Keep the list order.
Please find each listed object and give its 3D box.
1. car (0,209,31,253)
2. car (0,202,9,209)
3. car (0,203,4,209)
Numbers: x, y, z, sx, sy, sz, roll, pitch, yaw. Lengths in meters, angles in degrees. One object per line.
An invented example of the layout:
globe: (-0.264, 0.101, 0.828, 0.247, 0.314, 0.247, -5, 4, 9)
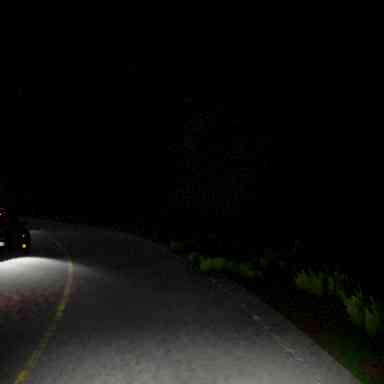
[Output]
car: (-7.565, 1.604, 13.083, 1.994, 1.385, 4.181, 0, 0, -31)
car: (-18.096, 1.599, 29.793, 4.892, 1.490, 1.837, 0, 0, 39)
car: (-13.885, 1.576, 21.206, 1.837, 1.490, 4.892, 0, 0, -45)
